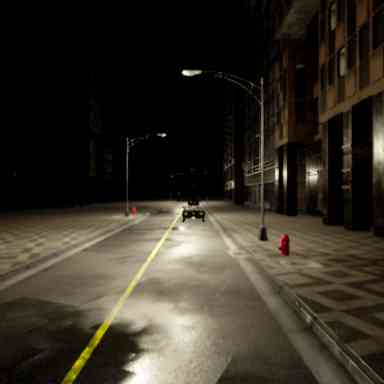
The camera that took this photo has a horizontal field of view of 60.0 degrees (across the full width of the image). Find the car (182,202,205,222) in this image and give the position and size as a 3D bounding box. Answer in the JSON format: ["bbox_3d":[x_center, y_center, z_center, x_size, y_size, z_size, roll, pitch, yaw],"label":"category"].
[{"bbox_3d":[0.148,1.795,28.682,1.895,1.301,4.718,0,0,1],"label":"car"}]

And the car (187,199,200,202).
[{"bbox_3d":[0.206,1.871,53.599,1.837,1.490,4.892,0,-1,0],"label":"car"}]
